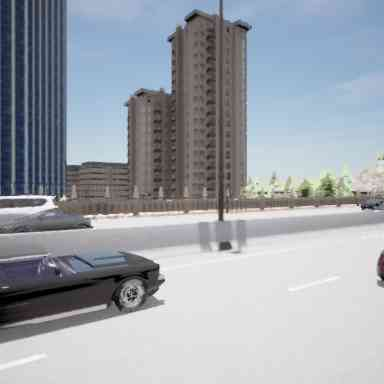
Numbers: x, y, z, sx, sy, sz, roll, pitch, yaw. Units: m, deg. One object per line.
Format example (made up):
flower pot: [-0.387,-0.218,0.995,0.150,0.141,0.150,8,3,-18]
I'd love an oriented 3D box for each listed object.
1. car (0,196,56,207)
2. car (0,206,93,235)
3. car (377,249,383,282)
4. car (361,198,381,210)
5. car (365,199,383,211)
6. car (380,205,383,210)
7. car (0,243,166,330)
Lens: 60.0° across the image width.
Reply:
car: [-10.193,1.224,18.219,5.566,2.045,2.150,0,0,-35]
car: [-7.031,1.566,16.173,4.181,1.385,1.994,0,0,-35]
car: [6.517,1.565,8.392,4.181,1.385,1.994,0,0,-36]
car: [23.337,1.542,42.146,5.008,1.535,1.882,0,0,-36]
car: [17.648,1.596,29.464,4.181,1.385,1.994,0,0,-35]
car: [11.654,1.502,16.357,4.902,1.511,2.128,0,0,-35]
car: [-2.872,1.602,5.997,4.718,1.301,1.895,0,0,-35]
